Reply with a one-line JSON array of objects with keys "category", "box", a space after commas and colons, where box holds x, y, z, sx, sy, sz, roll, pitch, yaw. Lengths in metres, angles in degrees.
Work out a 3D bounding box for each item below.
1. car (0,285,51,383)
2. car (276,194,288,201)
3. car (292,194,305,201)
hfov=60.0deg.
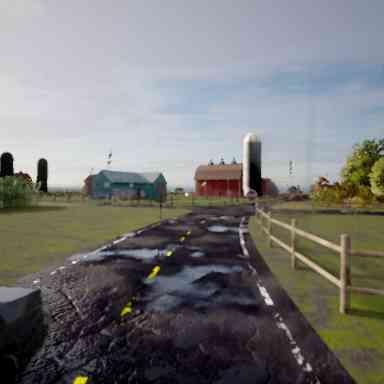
[{"category": "car", "box": [-2.766, 1.533, 1.944, 2.033, 1.411, 5.357, 0, 0, 1]}, {"category": "car", "box": [22.315, 1.270, 82.542, 2.097, 1.767, 4.553, 1, 0, 29]}, {"category": "car", "box": [26.802, 1.458, 85.014, 1.812, 1.442, 4.674, 1, 0, 29]}]
